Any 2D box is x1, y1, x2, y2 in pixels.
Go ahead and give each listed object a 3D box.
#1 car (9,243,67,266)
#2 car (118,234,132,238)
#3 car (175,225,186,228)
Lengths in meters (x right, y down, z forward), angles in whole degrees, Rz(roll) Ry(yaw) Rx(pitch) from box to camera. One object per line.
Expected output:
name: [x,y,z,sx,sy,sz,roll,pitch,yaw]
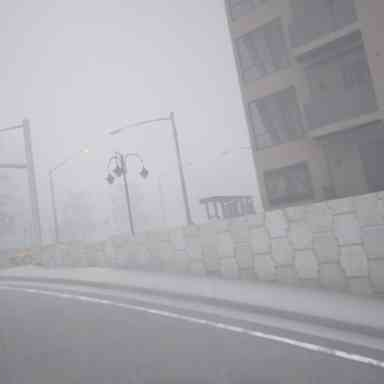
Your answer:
car: [-13.425,5.403,29.379,1.882,1.535,5.008,-14,-8,35]
car: [-7.581,5.495,37.310,1.895,1.301,4.718,-14,-8,35]
car: [-1.440,5.355,45.689,2.128,1.511,4.902,-14,-8,36]
